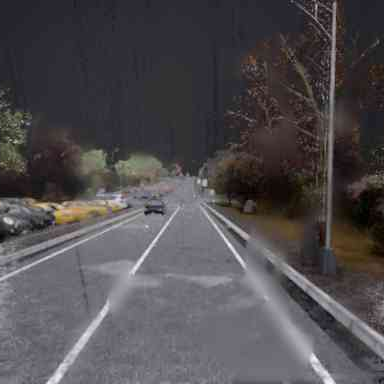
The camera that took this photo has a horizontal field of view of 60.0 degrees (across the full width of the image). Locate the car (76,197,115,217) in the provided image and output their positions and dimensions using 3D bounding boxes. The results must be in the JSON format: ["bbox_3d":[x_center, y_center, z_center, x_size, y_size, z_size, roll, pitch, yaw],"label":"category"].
[{"bbox_3d":[-10.105,1.500,29.979,5.366,1.575,1.946,0,0,0],"label":"car"}]

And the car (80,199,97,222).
[{"bbox_3d":[-10.101,1.469,24.305,5.366,1.575,1.946,0,0,0],"label":"car"}]

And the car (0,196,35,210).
[{"bbox_3d":[-23.413,1.458,43.725,4.553,1.767,2.185,0,0,0],"label":"car"}]

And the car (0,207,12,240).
[{"bbox_3d":[-10.307,1.494,13.332,4.792,1.488,2.163,0,0,0],"label":"car"}]

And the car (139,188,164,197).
[{"bbox_3d":[-10.618,0.684,84.813,5.566,2.045,2.435,0,1,0],"label":"car"}]

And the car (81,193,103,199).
[{"bbox_3d":[-23.672,1.007,79.048,4.674,1.452,2.002,0,0,0],"label":"car"}]

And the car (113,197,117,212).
[{"bbox_3d":[-10.299,1.521,32.754,4.892,1.521,2.231,0,0,0],"label":"car"}]

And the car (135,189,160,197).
[{"bbox_3d":[-10.621,0.843,79.242,4.553,1.767,2.185,0,0,0],"label":"car"}]

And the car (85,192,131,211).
[{"bbox_3d":[-10.326,1.302,38.308,5.566,2.045,2.435,0,0,0],"label":"car"}]

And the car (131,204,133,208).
[{"bbox_3d":[-10.305,1.569,41.083,5.008,1.535,2.097,0,0,0],"label":"car"}]

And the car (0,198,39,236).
[{"bbox_3d":[-10.311,1.334,16.105,4.553,1.767,2.185,0,0,0],"label":"car"}]

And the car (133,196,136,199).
[{"bbox_3d":[-10.273,1.615,43.859,4.792,1.488,2.163,0,0,0],"label":"car"}]

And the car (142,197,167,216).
[{"bbox_3d":[-3.486,1.526,32.543,2.033,1.411,5.357,0,0,0],"label":"car"}]

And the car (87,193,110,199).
[{"bbox_3d":[-23.855,0.931,84.752,5.366,1.575,1.946,0,1,0],"label":"car"}]

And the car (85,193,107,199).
[{"bbox_3d":[-23.698,0.984,81.960,4.792,1.488,2.163,0,0,0],"label":"car"}]

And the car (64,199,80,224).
[{"bbox_3d":[-10.469,1.459,21.652,5.366,1.575,1.946,0,0,0],"label":"car"}]

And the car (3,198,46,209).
[{"bbox_3d":[-23.379,1.600,46.496,5.008,1.535,2.097,0,0,0],"label":"car"}]

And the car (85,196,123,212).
[{"bbox_3d":[-10.481,1.533,35.530,5.366,1.575,1.946,0,0,0],"label":"car"}]

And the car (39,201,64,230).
[{"bbox_3d":[-10.276,1.459,18.885,4.892,1.521,2.231,0,0,0],"label":"car"}]

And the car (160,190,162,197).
[{"bbox_3d":[-10.584,0.957,82.021,5.008,1.535,2.097,0,1,0],"label":"car"}]

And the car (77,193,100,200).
[{"bbox_3d":[-23.672,1.011,76.263,4.674,1.452,2.002,0,0,0],"label":"car"}]

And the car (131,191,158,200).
[{"bbox_3d":[-10.561,1.007,73.672,4.792,1.488,2.163,0,0,0],"label":"car"}]
